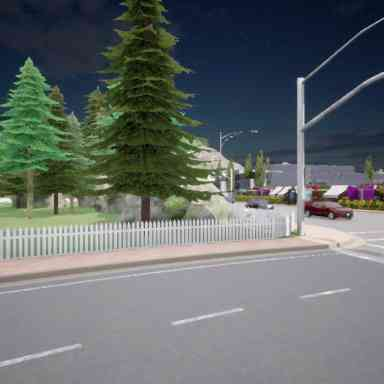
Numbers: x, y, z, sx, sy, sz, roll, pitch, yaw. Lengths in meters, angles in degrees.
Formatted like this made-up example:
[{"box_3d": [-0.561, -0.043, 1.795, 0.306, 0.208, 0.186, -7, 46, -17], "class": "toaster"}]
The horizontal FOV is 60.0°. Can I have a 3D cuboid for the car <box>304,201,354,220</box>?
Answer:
[{"box_3d": [11.762, 1.533, 28.967, 1.882, 1.535, 5.008, 0, 0, -17], "class": "car"}]

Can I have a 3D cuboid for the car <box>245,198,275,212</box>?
[{"box_3d": [8.261, 1.547, 40.684, 2.128, 1.511, 4.902, 0, 0, -17], "class": "car"}]
